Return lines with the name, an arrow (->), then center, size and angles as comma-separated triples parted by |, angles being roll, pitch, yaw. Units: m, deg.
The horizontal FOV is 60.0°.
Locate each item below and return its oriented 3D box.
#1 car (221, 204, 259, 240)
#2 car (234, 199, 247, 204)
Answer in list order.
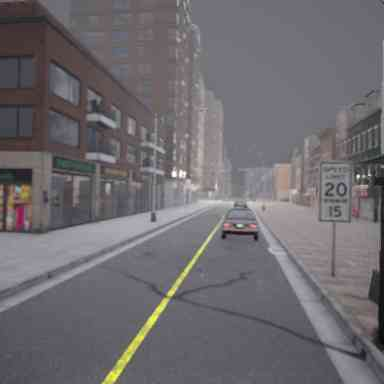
car -> 2.559, 1.603, 17.711 | 2.033, 1.411, 5.357 | 1, 0, 8
car -> 7.214, 1.721, 49.472 | 1.994, 1.385, 4.181 | 1, 0, 8
